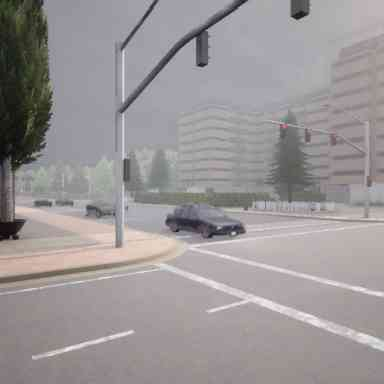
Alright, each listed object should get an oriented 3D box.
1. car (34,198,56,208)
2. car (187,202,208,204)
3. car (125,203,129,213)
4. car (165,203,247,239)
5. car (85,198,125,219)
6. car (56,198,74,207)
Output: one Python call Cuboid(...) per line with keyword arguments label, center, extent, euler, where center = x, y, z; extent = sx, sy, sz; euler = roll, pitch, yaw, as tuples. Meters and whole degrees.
Cuboid(label="car", center=(-22.032, 1.601, 49.258), extent=(1.895, 1.301, 4.718), euler=(0, 0, -35))
Cuboid(label="car", center=(0.496, 1.491, 23.901), extent=(2.128, 1.511, 4.902), euler=(0, 0, -36))
Cuboid(label="car", center=(-8.632, 1.477, 36.537), extent=(1.882, 1.535, 5.008), euler=(0, 0, -36))
Cuboid(label="car", center=(0.481, 1.547, 17.657), extent=(2.033, 1.411, 5.357), euler=(0, 0, -33))
Cuboid(label="car", center=(-8.055, 1.504, 29.754), extent=(1.837, 1.490, 4.892), euler=(0, 0, -36))
Cuboid(label="car", center=(-20.285, 1.604, 52.850), extent=(1.895, 1.301, 4.718), euler=(0, 0, -36))
